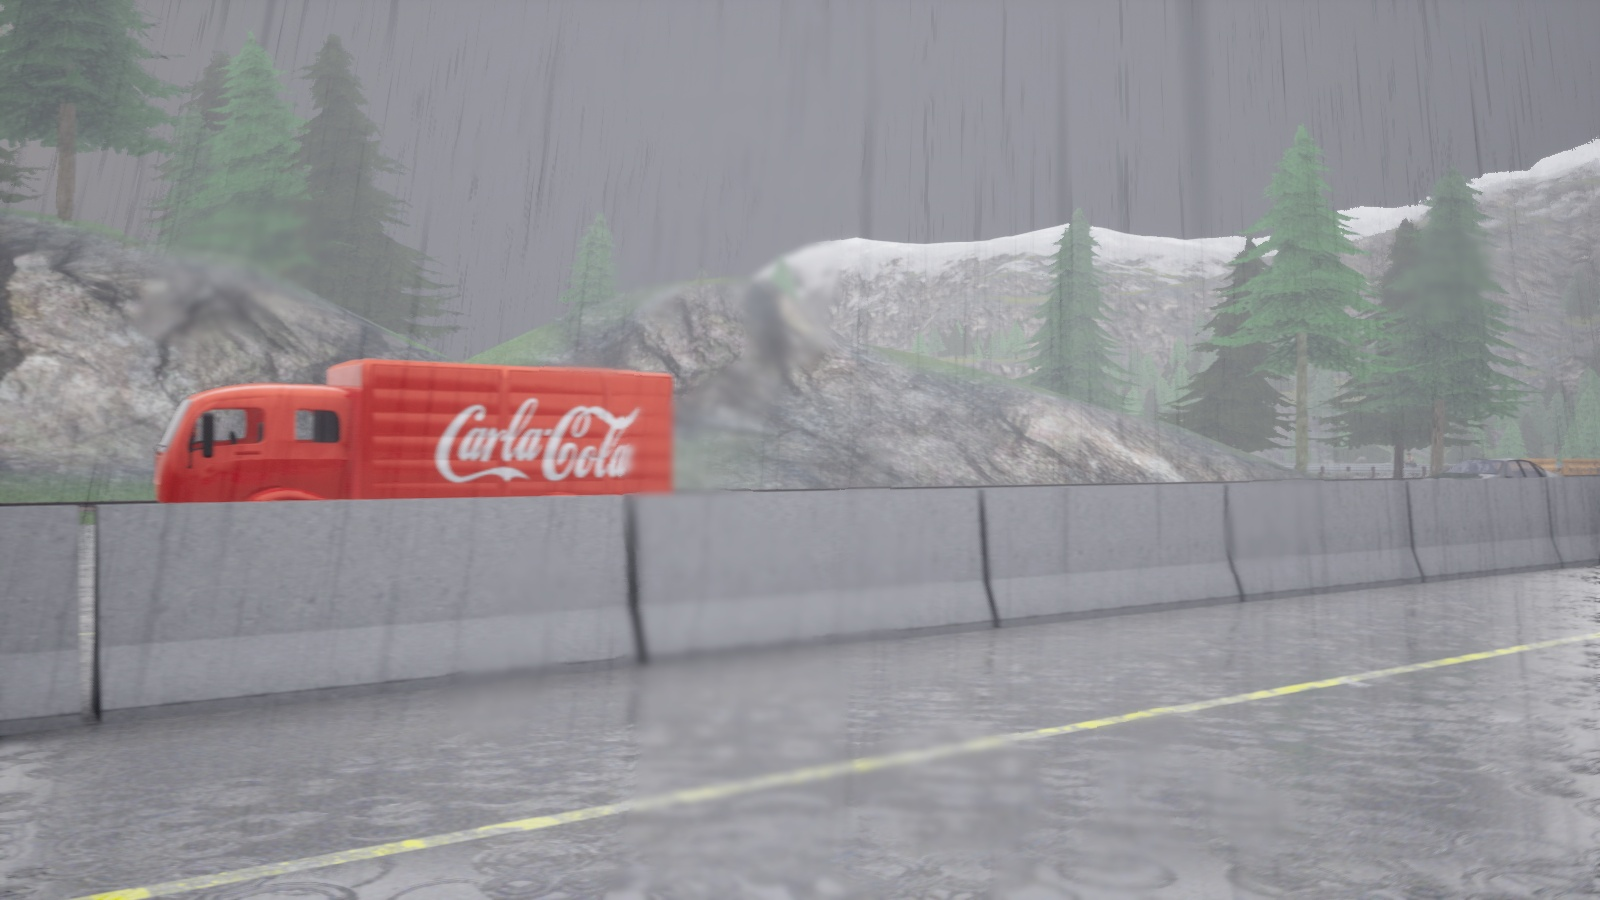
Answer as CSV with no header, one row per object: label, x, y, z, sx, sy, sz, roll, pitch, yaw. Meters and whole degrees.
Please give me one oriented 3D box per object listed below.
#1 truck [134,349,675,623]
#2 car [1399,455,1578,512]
truck,-4.302,0.303,13.729,5.204,2.467,2.627,0,1,-29
car,18.453,0.836,33.571,5.357,1.411,2.033,0,0,-35
